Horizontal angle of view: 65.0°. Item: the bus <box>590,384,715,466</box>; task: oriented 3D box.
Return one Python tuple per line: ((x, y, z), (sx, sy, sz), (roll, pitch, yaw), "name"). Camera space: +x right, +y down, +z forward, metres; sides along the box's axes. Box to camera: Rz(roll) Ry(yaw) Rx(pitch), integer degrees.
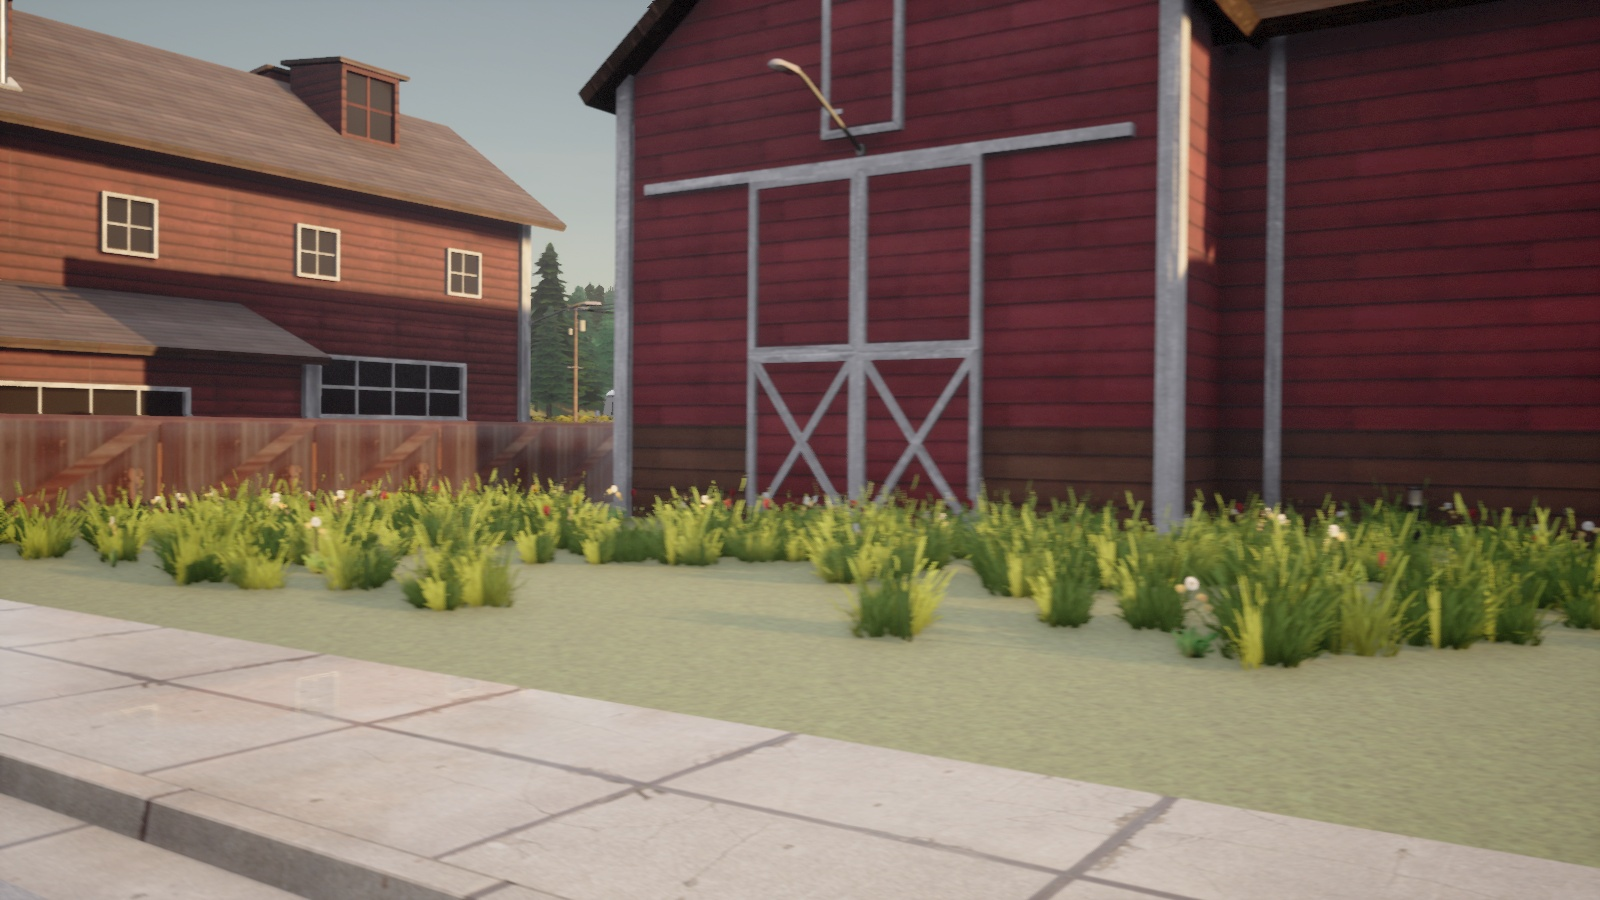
((-8.488, -1.392, 70.596), (3.944, 4.253, 10.273), (-1, 1, -25), "bus")
